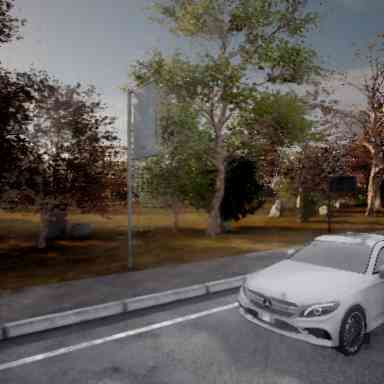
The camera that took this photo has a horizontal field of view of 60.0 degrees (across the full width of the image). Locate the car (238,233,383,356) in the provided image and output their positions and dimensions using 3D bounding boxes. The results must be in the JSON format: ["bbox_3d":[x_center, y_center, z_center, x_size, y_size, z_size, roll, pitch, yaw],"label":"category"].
[{"bbox_3d":[2.939,1.541,6.212,4.674,1.442,1.812,0,0,-37],"label":"car"}]
